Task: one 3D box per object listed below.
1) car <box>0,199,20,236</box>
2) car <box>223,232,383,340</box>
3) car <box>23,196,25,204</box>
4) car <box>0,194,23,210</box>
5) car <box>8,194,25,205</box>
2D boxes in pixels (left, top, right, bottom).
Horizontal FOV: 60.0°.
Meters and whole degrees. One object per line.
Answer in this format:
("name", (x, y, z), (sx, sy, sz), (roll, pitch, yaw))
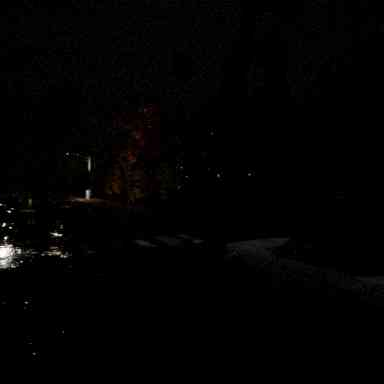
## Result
("car", (-9.931, 1.329, 16.562), (2.033, 1.411, 5.357), (-1, 1, -26))
("car", (2.517, 1.429, 6.377), (1.895, 1.301, 4.718), (-1, 1, -26))
("car", (-18.451, 1.131, 33.989), (1.994, 1.385, 4.181), (-1, 1, -26))
("car", (-14.113, 1.153, 25.104), (1.882, 1.535, 5.008), (-1, 1, -26))
("car", (-24.827, 0.971, 47.161), (1.994, 1.385, 4.181), (-1, 1, -26))
